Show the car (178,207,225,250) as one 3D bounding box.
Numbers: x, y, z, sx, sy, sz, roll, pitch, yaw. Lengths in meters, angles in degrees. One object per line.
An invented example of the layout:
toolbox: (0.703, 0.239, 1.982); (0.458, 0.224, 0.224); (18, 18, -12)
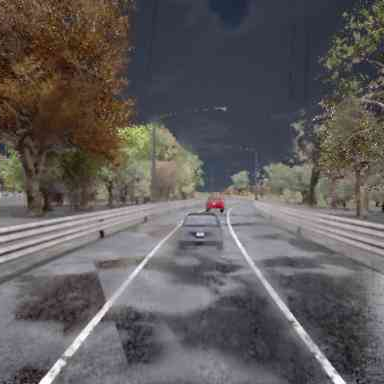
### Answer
car: (0.441, 1.631, 14.845); (2.033, 1.411, 5.357); (0, 0, 3)

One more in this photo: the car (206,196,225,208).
car: (3.102, 1.493, 43.219); (2.150, 2.045, 5.566); (0, 0, 8)
